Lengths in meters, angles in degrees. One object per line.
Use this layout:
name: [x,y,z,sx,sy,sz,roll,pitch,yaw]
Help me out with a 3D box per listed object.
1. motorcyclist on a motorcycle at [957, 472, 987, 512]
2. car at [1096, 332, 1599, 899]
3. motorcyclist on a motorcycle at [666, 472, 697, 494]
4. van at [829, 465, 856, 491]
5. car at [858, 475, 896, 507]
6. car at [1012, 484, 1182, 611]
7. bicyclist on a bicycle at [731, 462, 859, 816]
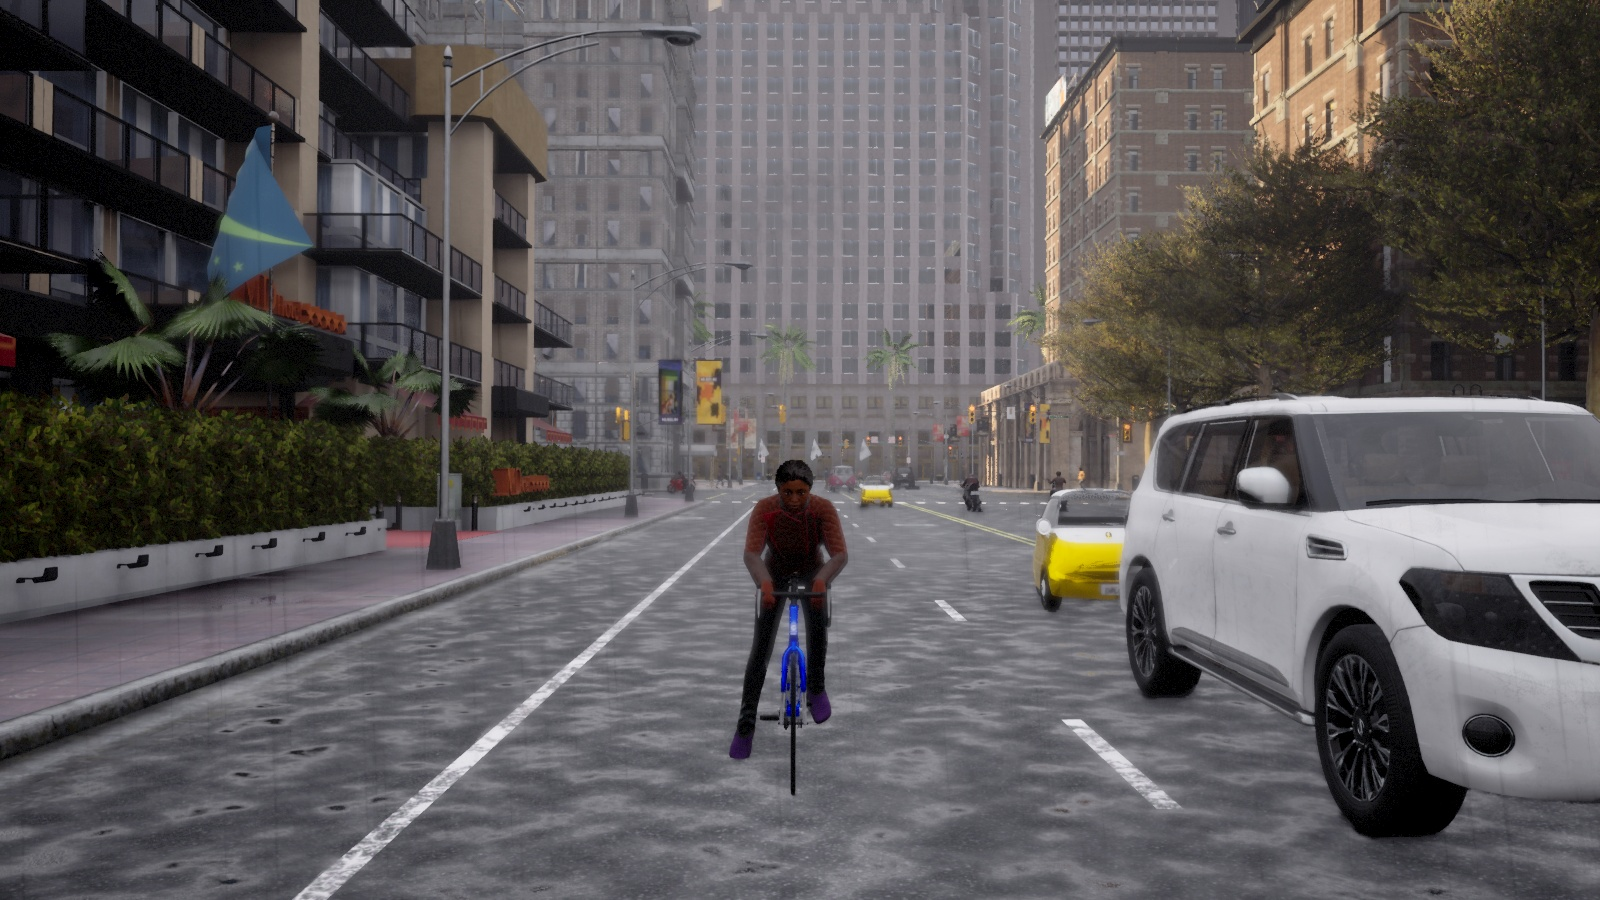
motorcyclist on a motorcycle: [6.820,1.657,49.830,0.866,1.530,2.191,0,-1,0]
car: [3.470,0.642,7.276,2.150,2.045,5.566,0,-1,0]
motorcyclist on a motorcycle: [-8.206,2.286,86.958,2.044,1.523,0.797,0,-1,-22]
van: [3.304,2.200,98.260,1.775,1.987,4.442,0,-1,-3]
car: [3.304,1.766,54.316,1.481,1.376,2.207,0,-1,0]
car: [3.445,1.105,14.898,1.481,1.376,2.207,0,-1,0]
bicyclist on a bicycle: [-0.026,0.878,6.609,0.582,1.620,1.656,0,-1,0]
